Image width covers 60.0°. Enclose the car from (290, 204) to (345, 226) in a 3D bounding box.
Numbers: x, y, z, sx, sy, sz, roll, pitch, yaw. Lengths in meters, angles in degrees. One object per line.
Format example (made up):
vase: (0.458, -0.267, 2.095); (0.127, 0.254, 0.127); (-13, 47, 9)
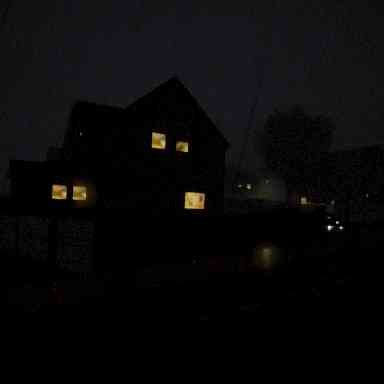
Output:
car: (7.546, 1.511, 22.794); (2.033, 1.411, 5.357); (4, -2, -33)
